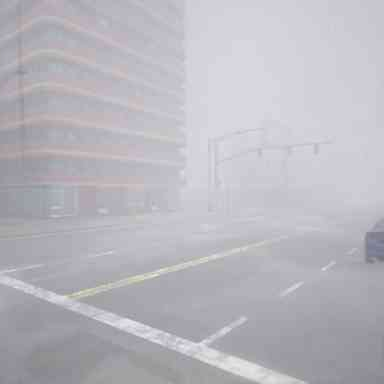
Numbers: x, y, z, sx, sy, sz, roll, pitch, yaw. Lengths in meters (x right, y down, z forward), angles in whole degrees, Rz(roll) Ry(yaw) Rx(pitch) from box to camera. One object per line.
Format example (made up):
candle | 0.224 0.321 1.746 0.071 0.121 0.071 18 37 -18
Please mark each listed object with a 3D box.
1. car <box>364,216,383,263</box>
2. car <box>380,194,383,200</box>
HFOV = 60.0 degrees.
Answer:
car | 7.107 1.456 11.009 1.882 1.535 5.008 0 0 38
car | 46.543 1.251 79.114 1.837 1.490 4.892 0 0 38
